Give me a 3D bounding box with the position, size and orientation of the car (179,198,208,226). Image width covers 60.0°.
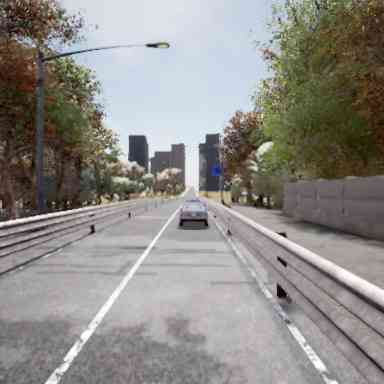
[{"bbox_3d":[0.105,1.386,22.131,2.033,1.411,5.357,0,0,0],"label":"car"}]
